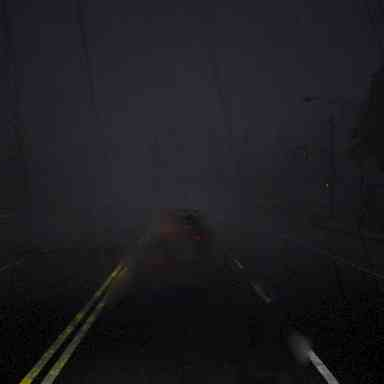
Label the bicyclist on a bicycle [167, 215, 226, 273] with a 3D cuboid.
[{"bbox_3d":[0.118,1.454,9.199,1.656,1.620,0.582,-1,0,-2],"label":"bicyclist on a bicycle"}]

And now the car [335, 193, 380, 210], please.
[{"bbox_3d":[21.115,1.166,42.344,5.566,2.045,2.150,0,0,-2],"label":"car"}]

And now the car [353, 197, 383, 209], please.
[{"bbox_3d":[21.902,1.545,38.869,4.718,1.301,1.895,0,0,-2],"label":"car"}]

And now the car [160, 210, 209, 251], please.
[{"bbox_3d":[-0.325,1.491,14.102,2.128,1.511,4.902,0,0,-2],"label":"car"}]
